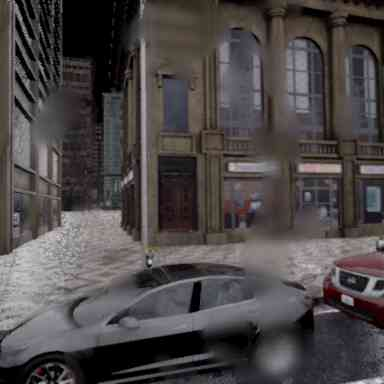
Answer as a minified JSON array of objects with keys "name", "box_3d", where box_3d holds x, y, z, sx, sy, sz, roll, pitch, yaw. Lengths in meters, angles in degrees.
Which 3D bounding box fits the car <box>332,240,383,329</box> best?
[{"name":"car","box_3d":[5.048,1.490,6.306,5.009,1.841,2.192,0,-2,-16]}]

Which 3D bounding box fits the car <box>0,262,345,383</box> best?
[{"name":"car","box_3d":[-0.346,1.778,4.800,4.313,1.339,1.947,0,-2,-16]}]
